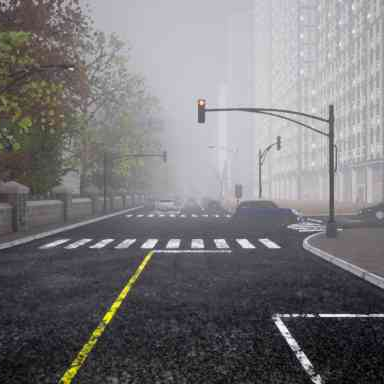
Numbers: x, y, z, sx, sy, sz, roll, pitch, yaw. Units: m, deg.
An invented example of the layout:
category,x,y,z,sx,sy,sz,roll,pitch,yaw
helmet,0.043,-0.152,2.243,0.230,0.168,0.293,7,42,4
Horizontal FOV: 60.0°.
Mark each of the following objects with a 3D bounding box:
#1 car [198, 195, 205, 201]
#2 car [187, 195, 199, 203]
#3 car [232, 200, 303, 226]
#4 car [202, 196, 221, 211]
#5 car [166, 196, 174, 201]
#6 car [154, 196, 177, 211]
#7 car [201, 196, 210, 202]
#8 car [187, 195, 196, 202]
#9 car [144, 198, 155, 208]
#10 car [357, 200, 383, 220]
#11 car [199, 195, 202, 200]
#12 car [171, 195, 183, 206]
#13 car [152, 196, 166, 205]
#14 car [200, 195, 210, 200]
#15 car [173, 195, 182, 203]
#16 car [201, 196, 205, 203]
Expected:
category,x,y,z,sx,sy,sz,roll,pitch,yaw
car,2.610,1.642,92.237,2.008,1.369,4.403,0,0,0
car,-0.062,1.578,69.246,1.812,1.442,4.674,0,0,0
car,5.069,1.310,22.428,4.553,1.767,2.097,-2,-1,23
car,2.654,1.587,41.546,1.947,1.339,4.313,0,0,0
car,-5.765,1.626,86.597,1.887,1.381,4.507,0,0,0
car,-3.136,1.545,40.288,1.812,1.442,4.674,0,0,0
car,3.082,1.590,76.858,1.812,1.442,4.674,0,0,0
car,-0.069,1.482,78.830,2.033,1.411,5.357,0,0,0
car,-5.731,1.608,47.171,1.802,1.307,4.206,0,0,0
car,14.932,1.239,24.769,4.892,1.490,1.837,-1,0,0
car,3.052,1.406,69.828,2.097,1.767,4.553,0,0,0
car,-3.138,1.526,56.228,2.128,1.511,4.902,0,0,0
car,-5.740,1.478,58.436,1.967,1.590,4.097,0,0,0
car,2.645,1.597,52.811,1.947,1.339,4.313,0,0,0
car,-3.064,1.499,71.986,1.837,1.490,4.892,0,0,0
car,2.649,1.592,47.178,1.947,1.339,4.313,0,0,0
